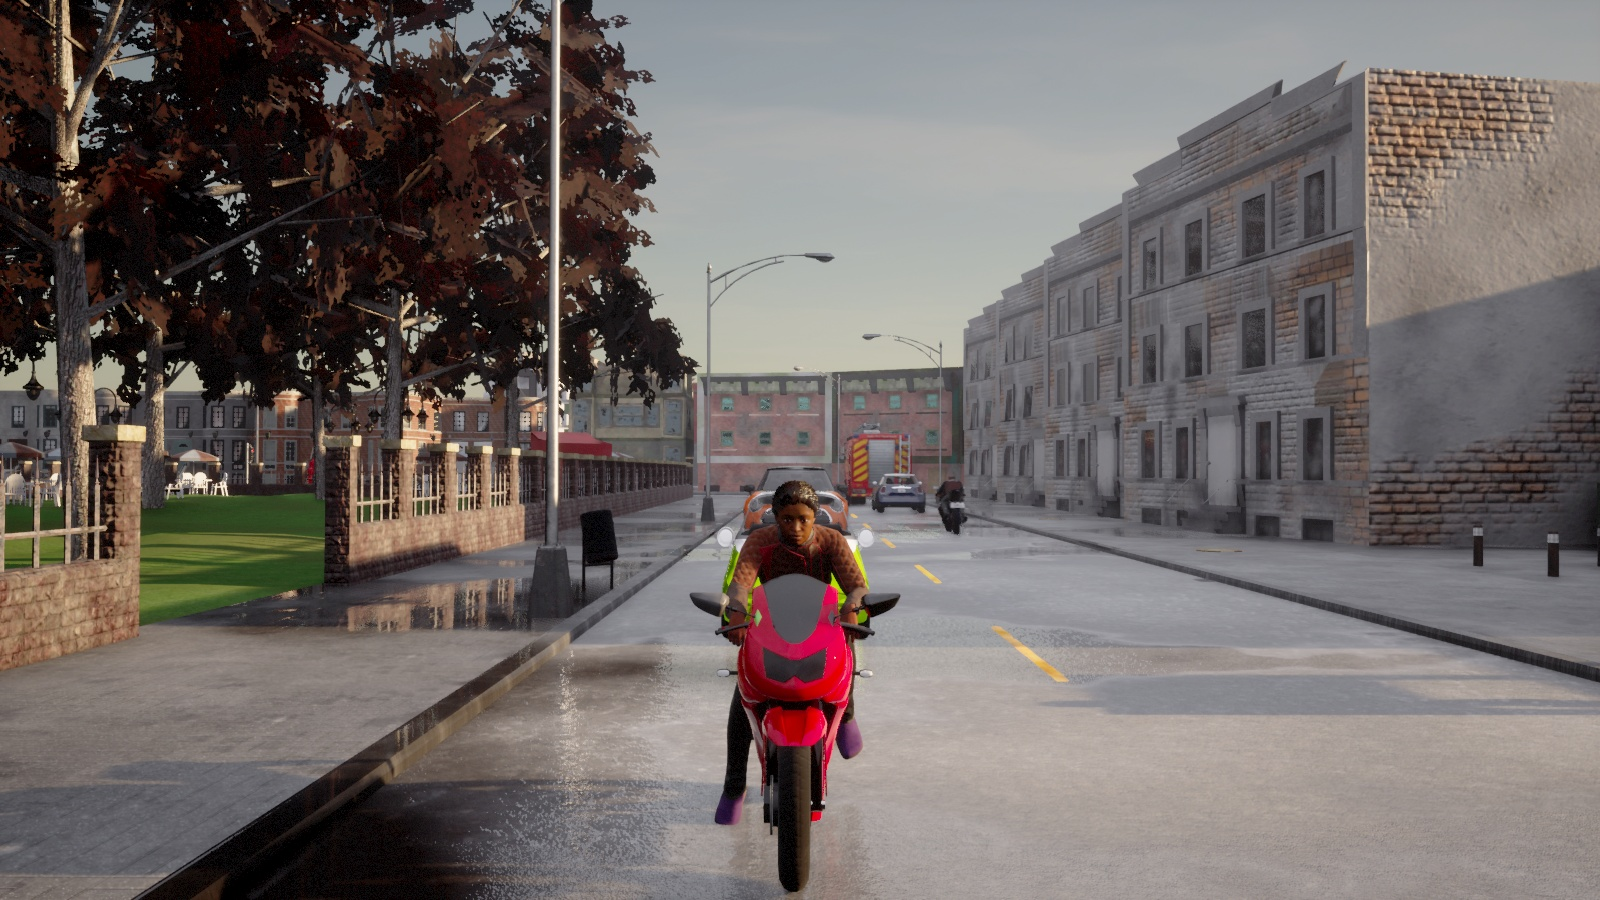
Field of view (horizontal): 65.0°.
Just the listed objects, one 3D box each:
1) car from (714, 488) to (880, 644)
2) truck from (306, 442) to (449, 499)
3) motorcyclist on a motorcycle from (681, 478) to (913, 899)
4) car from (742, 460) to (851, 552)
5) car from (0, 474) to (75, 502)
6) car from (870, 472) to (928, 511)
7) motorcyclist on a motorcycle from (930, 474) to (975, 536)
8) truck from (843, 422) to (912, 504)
[{"bbox_3d":[-0.032,1.077,12.395,1.481,1.376,2.207,0,-1,0],"label":"car"},{"bbox_3d":[-26.326,1.253,78.481,7.936,3.462,2.891,0,-1,0],"label":"truck"},{"bbox_3d":[-0.014,0.887,5.366,0.797,1.523,2.044,0,-1,0],"label":"motorcyclist on a motorcycle"},{"bbox_3d":[-0.074,1.116,26.445,2.097,1.767,4.553,0,-1,0],"label":"car"},{"bbox_3d":[-44.518,2.150,72.292,2.007,1.525,4.514,-1,-1,22],"label":"car"},{"bbox_3d":[3.837,1.590,49.260,1.970,1.475,3.806,0,-1,0],"label":"car"},{"bbox_3d":[3.904,1.374,32.258,0.866,1.530,2.191,0,-1,0],"label":"motorcyclist on a motorcycle"},{"bbox_3d":[3.780,0.688,62.868,2.891,3.827,8.468,0,-1,0],"label":"truck"}]
